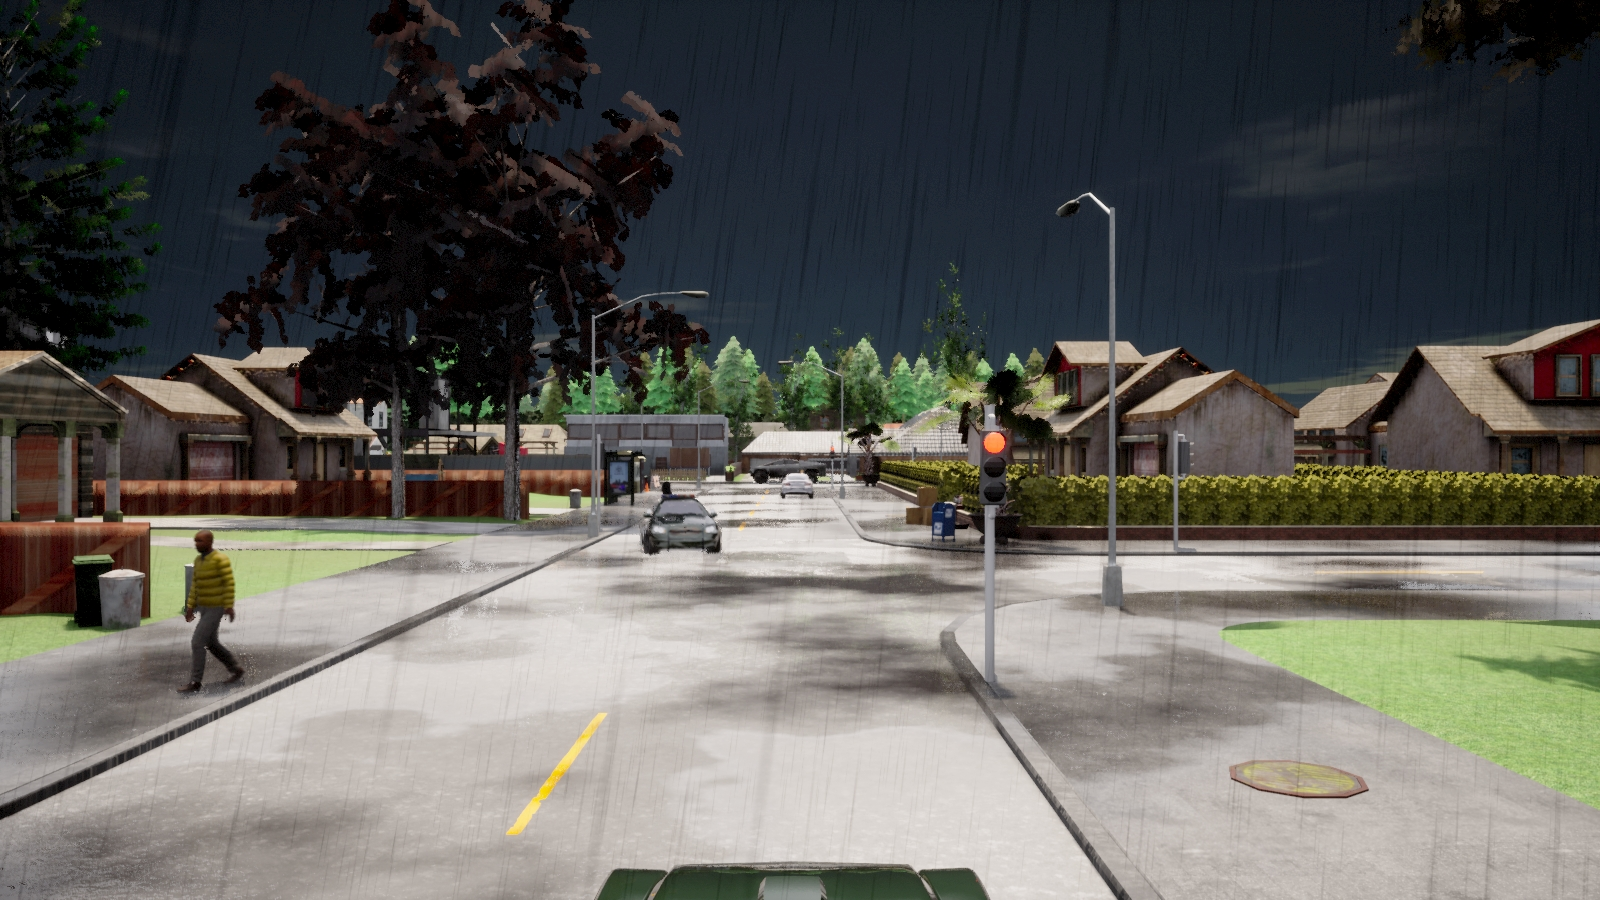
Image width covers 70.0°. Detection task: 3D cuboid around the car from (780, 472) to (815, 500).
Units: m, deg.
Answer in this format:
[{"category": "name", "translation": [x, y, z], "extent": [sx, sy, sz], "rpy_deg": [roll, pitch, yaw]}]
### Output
[{"category": "car", "translation": [-0.164, 2.081, 66.907], "extent": [2.002, 1.442, 4.674], "rpy_deg": [0, 0, 0]}]

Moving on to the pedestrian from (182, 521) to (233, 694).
[{"category": "pedestrian", "translation": [-6.637, 1.746, 12.799], "extent": [0.375, 1.860, 0.375], "rpy_deg": [0, 0, 33]}]

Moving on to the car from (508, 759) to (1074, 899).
[{"category": "car", "translation": [-0.028, 2.155, 3.193], "extent": [1.895, 1.301, 4.718], "rpy_deg": [0, 0, 0]}]

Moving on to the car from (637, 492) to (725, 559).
[{"category": "car", "translation": [-3.429, 2.038, 32.134], "extent": [2.038, 1.542, 4.974], "rpy_deg": [0, 0, -11]}]
